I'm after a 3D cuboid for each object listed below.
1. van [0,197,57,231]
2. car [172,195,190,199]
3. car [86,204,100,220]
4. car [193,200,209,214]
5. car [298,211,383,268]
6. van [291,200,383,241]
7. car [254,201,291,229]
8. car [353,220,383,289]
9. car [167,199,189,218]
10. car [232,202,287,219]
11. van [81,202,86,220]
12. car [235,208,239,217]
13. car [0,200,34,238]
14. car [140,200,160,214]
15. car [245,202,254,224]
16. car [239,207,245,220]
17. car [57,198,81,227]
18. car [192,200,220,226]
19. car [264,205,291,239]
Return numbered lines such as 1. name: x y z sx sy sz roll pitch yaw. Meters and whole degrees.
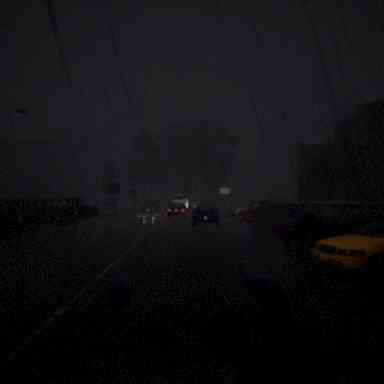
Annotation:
1. van: -10.854 1.396 20.263 4.442 1.987 1.878 -1 -1 -18
2. car: -1.537 1.362 45.635 2.150 2.045 5.566 0 1 1
3. car: -10.720 1.676 29.213 5.008 1.535 2.097 -1 0 -18
4. car: 1.039 1.739 40.289 1.812 1.442 4.674 0 0 0
5. car: 6.210 1.523 10.229 5.366 1.575 1.946 1 0 -20
6. van: 6.483 1.321 13.273 4.442 1.987 1.878 1 -1 -20
7. car: 6.304 1.452 19.117 4.553 1.767 2.185 1 -1 -20
8. car: 6.405 1.512 7.357 5.008 1.535 2.097 1 0 -20
9. car: -1.451 1.736 32.512 2.033 1.411 5.357 0 0 -1
10. car: 6.240 1.684 30.923 4.674 1.452 2.002 1 0 -21
11. van: -10.916 1.434 26.178 4.442 1.987 1.878 -1 0 -18
12. car: 6.238 1.656 27.961 4.792 1.488 2.163 1 0 -20
13. car: -11.009 1.479 17.228 4.553 1.767 2.185 -1 0 -19
14. car: -4.781 1.717 38.697 2.128 1.511 4.902 0 0 0
15. car: 6.338 1.624 22.086 4.792 1.488 2.163 1 -1 -20
16. car: 6.260 1.485 25.017 4.553 1.767 2.185 1 -1 -20
17. car: -10.859 1.389 23.234 5.566 2.045 2.435 -1 -1 -18
18. car: 1.021 1.620 24.699 1.882 1.535 5.008 0 -1 3
19. car: 6.360 1.561 16.173 5.008 1.535 2.097 1 0 -20
